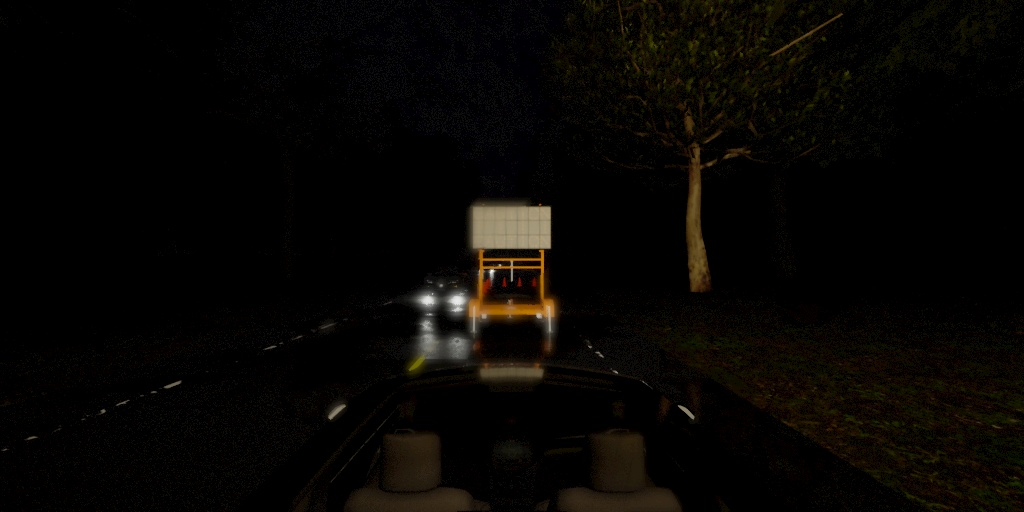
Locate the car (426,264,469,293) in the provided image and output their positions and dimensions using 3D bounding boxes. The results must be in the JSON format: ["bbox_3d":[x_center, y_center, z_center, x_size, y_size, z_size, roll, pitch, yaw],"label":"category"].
[{"bbox_3d":[-3.607,1.257,20.622,1.837,1.490,4.892,0,0,0],"label":"car"}]

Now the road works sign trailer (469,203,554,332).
[{"bbox_3d":[-0.005,0.217,10.821,2.380,3.560,2.880,0,0,0],"label":"road works sign trailer"}]

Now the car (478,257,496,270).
[{"bbox_3d":[-3.601,1.249,51.005,1.812,1.442,4.674,0,0,0],"label":"car"}]
